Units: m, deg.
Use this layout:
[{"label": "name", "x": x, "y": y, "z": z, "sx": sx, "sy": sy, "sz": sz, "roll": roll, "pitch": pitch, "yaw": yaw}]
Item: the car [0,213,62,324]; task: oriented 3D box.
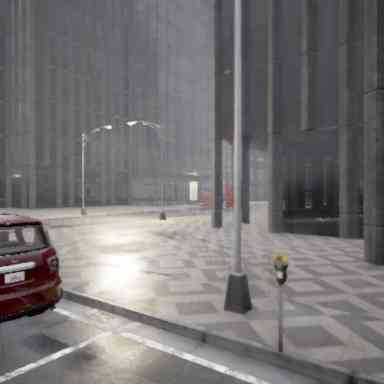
[{"label": "car", "x": -4.475, "y": 1.299, "z": 6.157, "sx": 5.009, "sy": 1.841, "sz": 2.192, "roll": 0, "pitch": 0, "yaw": 35}]

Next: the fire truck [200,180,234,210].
[{"label": "fire truck", "x": 4.442, "y": 0.366, "z": 44.936, "sx": 2.891, "sy": 3.827, "sz": 8.468, "roll": 0, "pitch": 0, "yaw": 35}]
